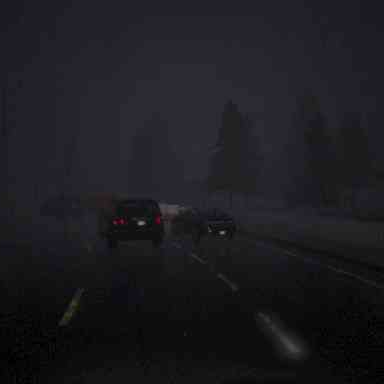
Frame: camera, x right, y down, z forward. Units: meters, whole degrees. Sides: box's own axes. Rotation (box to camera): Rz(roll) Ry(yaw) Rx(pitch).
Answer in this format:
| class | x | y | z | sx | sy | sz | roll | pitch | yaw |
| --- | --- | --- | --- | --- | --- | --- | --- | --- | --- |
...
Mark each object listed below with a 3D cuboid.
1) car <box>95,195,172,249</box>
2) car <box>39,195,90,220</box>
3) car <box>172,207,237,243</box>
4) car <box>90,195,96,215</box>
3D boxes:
| class | x | y | z | sx | sy | sz | roll | pitch | yaw |
| --- | --- | --- | --- | --- | --- | --- | --- | --- | --- |
| car | -2.872 | 1.258 | 14.971 | 2.150 | 2.045 | 5.566 | 0 | 0 | -21 |
| car | -11.078 | 1.258 | 28.189 | 2.150 | 2.045 | 5.566 | 0 | 0 | -42 |
| car | 0.402 | 1.495 | 16.208 | 2.128 | 1.511 | 4.902 | 0 | 0 | -21 |
| car | -8.493 | 1.258 | 30.549 | 2.150 | 2.045 | 5.566 | 0 | 0 | -42 |
